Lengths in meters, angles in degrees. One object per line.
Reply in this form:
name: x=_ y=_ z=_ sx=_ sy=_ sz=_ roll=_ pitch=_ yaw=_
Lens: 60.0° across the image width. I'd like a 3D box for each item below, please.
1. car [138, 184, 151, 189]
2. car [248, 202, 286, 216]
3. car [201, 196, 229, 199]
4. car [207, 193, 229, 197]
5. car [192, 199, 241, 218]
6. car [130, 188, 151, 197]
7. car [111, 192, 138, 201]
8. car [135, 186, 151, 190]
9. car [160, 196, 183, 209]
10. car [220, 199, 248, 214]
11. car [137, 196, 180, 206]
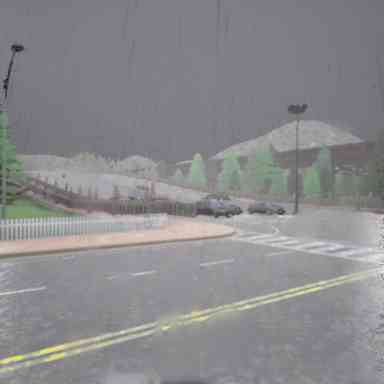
car: x=-10.771 y=-0.964 z=72.916 sx=2.128 sy=1.511 sz=4.902 roll=1 pitch=7 yaw=-36
car: x=7.926 y=1.784 z=35.621 sx=1.994 sy=1.385 sz=4.181 roll=1 pitch=0 yaw=-37
car: x=2.578 y=1.648 z=42.814 sx=1.882 sy=1.535 sz=5.008 roll=1 pitch=1 yaw=-36
car: x=3.675 y=1.180 z=53.410 sx=2.150 sy=2.045 sz=5.566 roll=1 pitch=2 yaw=-36
car: x=1.842 y=1.710 z=32.067 sx=2.033 sy=1.411 sz=5.357 roll=1 pitch=0 yaw=-37
car: x=-8.359 y=0.825 z=51.744 sx=2.097 sy=1.767 sz=4.553 roll=1 pitch=4 yaw=-36
car: x=-10.256 y=1.064 z=48.408 sx=1.837 sy=1.490 sz=4.892 roll=1 pitch=4 yaw=-36
car: x=-9.494 y=0.387 z=59.283 sx=1.837 sy=1.490 sz=4.892 roll=1 pitch=6 yaw=-36
car: x=-2.416 y=1.605 z=43.673 sx=1.994 sy=1.385 sz=4.181 roll=1 pitch=2 yaw=-37
car: x=3.509 y=1.752 z=35.694 sx=1.994 sy=1.385 sz=4.181 roll=1 pitch=0 yaw=-37
car: x=-4.152 y=1.614 z=40.135 sx=2.033 sy=1.411 sz=5.357 roll=1 pitch=1 yaw=-37
